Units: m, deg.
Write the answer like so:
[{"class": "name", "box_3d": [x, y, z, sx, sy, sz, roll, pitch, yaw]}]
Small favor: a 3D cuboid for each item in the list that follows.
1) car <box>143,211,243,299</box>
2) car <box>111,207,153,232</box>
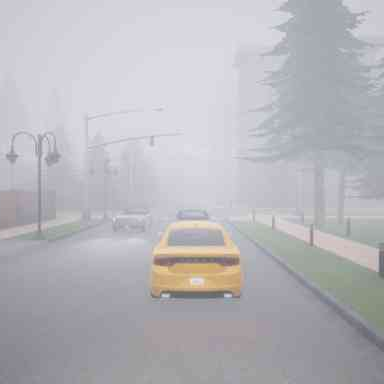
[{"class": "car", "box_3d": [0.084, 1.478, 8.535, 1.882, 1.535, 5.008, 0, 0, 0]}, {"class": "car", "box_3d": [-3.566, 1.604, 20.446, 1.895, 1.301, 4.718, 0, 0, 0]}]
